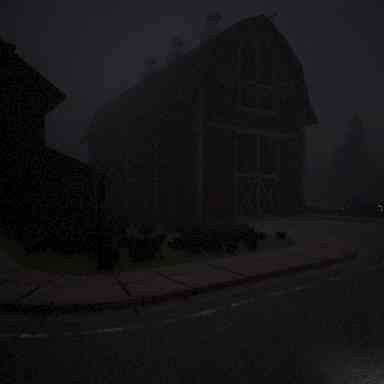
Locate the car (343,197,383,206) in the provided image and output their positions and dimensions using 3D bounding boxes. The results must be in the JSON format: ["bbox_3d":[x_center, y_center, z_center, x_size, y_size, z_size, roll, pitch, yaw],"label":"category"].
[{"bbox_3d":[18.318,1.363,35.154,2.097,1.767,4.553,0,0,-34],"label":"car"}]
